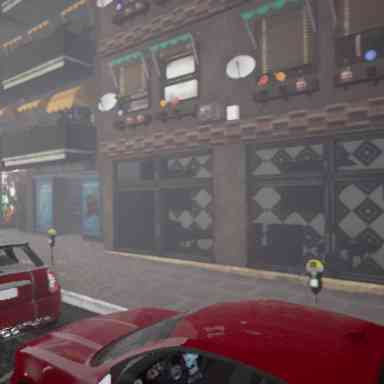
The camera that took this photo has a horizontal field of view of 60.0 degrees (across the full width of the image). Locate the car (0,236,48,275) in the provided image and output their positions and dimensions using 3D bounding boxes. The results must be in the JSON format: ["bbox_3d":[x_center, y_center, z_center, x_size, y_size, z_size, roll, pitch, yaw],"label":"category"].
[{"bbox_3d":[-4.105,1.418,5.685,4.097,1.590,1.967,0,-1,36],"label":"car"}]

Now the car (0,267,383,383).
[{"bbox_3d":[0.392,1.542,2.464,4.507,1.381,1.887,0,-1,36],"label":"car"}]
